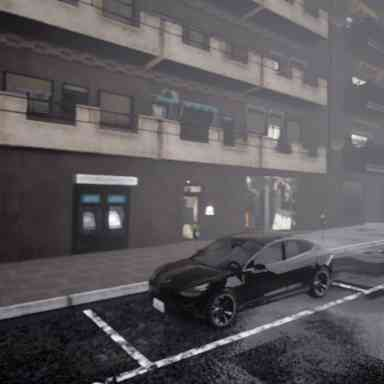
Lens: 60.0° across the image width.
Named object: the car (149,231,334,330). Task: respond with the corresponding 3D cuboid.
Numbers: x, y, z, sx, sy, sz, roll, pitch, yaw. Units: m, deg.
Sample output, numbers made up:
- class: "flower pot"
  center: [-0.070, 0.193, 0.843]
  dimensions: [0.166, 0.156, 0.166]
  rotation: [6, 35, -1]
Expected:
- class: "car"
  center: [1.214, 1.553, 6.943]
  dimensions: [4.313, 1.339, 1.947]
  rotation: [0, 1, -35]
